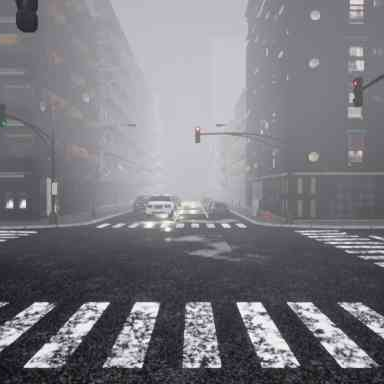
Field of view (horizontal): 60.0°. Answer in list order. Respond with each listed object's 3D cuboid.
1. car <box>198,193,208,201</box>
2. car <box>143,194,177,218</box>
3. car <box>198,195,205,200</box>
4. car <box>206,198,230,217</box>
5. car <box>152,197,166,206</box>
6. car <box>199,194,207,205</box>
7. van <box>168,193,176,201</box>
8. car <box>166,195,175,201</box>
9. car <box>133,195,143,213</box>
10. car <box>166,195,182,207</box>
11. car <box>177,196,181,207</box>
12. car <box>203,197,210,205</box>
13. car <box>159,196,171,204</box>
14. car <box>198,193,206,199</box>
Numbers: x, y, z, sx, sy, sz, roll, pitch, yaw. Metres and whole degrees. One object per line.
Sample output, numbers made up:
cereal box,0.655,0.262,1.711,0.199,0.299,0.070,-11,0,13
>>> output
car,2.673,1.280,81.249,2.192,1.841,5.009,-1,0,0
car,-2.810,1.212,30.395,2.150,2.045,5.566,0,0,0
car,2.693,1.539,92.327,1.802,1.307,4.206,-1,0,0
car,2.602,1.572,31.396,1.802,1.307,4.206,-1,0,0
car,-5.245,1.563,53.618,1.802,1.307,4.206,-1,0,0
car,2.643,1.523,59.092,1.887,1.381,4.507,-1,0,0
van,-5.198,1.302,86.841,1.690,1.788,3.998,-1,0,0
car,-5.204,1.490,81.134,1.752,1.417,4.829,-1,0,0
car,-5.273,1.303,37.006,2.192,1.841,5.009,-1,0,0
car,-2.759,1.333,51.776,2.097,1.767,4.553,0,0,0
car,-2.787,1.478,40.874,2.128,1.511,4.902,0,0,0
car,2.610,1.539,36.935,2.008,1.369,4.403,-1,0,0
car,-5.228,1.557,64.692,1.802,1.307,4.206,-1,0,0
car,2.669,1.551,75.709,1.802,1.307,4.206,-1,0,0
